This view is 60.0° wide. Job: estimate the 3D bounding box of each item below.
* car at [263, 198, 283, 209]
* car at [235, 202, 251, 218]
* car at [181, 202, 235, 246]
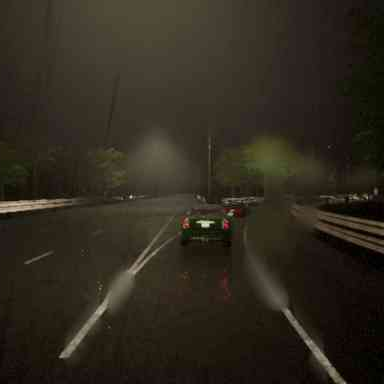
[{"bbox_3d":[11.264,1.523,46.523,1.812,1.442,4.674,0,0,30],"label":"car"},{"bbox_3d":[4.092,1.568,30.136,1.994,1.385,4.181,0,0,18],"label":"car"},{"bbox_3d":[0.817,1.352,15.406,2.097,1.767,4.553,0,0,8],"label":"car"}]
